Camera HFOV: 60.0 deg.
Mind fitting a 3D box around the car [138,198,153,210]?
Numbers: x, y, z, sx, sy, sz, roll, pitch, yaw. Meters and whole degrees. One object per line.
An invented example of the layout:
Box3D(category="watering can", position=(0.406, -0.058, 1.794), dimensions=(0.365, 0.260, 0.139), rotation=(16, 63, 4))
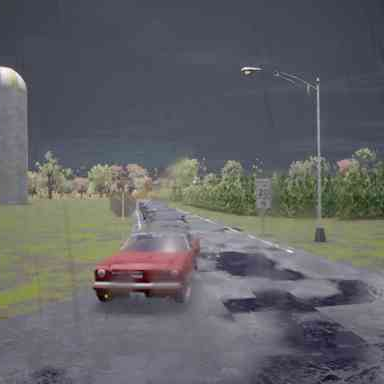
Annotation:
Box3D(category="car", position=(-6.733, 1.695, 48.170), dimensions=(1.882, 1.535, 5.008), rotation=(-1, 0, -11))

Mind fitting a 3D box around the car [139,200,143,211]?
Box3D(category="car", position=(-3.417, 1.700, 29.866), dimensions=(1.994, 1.385, 4.181), rotation=(-1, 0, -10))

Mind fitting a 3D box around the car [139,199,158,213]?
Box3D(category="car", position=(-5.608, 1.682, 42.084), dimensions=(2.128, 1.511, 4.902), rotation=(-1, 0, -10))

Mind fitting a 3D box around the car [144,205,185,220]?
Box3D(category="car", position=(-1.353, 1.649, 17.798), dimensions=(1.994, 1.385, 4.181), rotation=(-1, 0, -10))

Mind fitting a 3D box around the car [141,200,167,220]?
Box3D(category="car", position=(-2.305, 1.600, 23.444), dimensions=(2.128, 1.511, 4.902), rotation=(-1, 0, -10))

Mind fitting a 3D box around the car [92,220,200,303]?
Box3D(category="car", position=(-0.854, 1.661, 8.548), dimensions=(1.895, 1.301, 4.718), rotation=(-1, 0, 5))

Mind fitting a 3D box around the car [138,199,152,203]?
Box3D(category="car", position=(-4.454, 1.710, 35.732), dimensions=(2.033, 1.411, 5.357), rotation=(-1, 0, -10))
